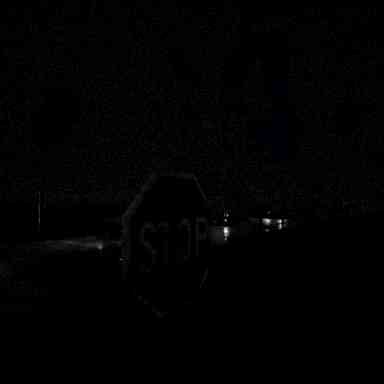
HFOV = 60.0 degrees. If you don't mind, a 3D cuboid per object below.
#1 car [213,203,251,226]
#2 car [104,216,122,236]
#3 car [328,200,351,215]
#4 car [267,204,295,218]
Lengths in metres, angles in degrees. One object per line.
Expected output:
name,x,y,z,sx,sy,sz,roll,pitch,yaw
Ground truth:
car,3.012,1.717,26.854,2.097,1.767,4.553,0,-1,35
car,-2.669,1.634,18.790,1.882,1.535,5.008,0,-1,35
car,20.927,2.183,47.137,2.150,2.045,5.566,0,-1,35
car,9.859,2.129,36.549,1.837,1.490,4.892,0,-1,35
